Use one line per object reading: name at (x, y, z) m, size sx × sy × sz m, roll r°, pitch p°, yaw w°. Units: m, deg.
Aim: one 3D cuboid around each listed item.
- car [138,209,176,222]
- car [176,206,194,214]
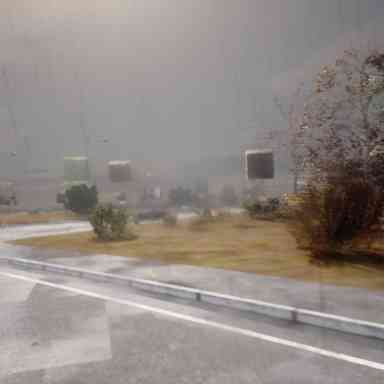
car at (-4.227, 2.476, 36.319) m, size 1.895 × 1.301 × 4.718 m, roll -4°, pitch -2°, yaw 32°
car at (-1.328, 3.224, 60.726) m, size 1.994 × 1.385 × 4.181 m, roll -4°, pitch -3°, yaw 33°
